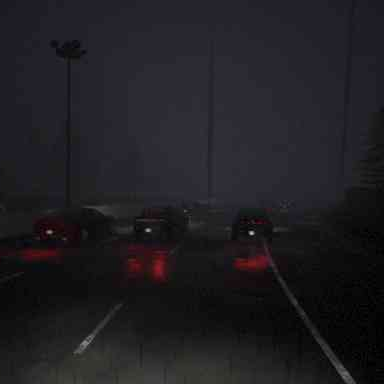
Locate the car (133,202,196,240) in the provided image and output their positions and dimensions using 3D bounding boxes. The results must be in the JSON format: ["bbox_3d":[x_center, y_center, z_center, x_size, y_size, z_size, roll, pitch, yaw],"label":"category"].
[{"bbox_3d":[-1.450,1.473,17.025,2.128,1.511,4.902,0,0,11],"label":"car"}]

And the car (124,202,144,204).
[{"bbox_3d":[-6.856,1.426,36.278,1.882,1.535,5.008,0,0,22],"label":"car"}]

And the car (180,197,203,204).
[{"bbox_3d":[-0.009,1.551,63.308,1.895,1.301,4.718,0,0,36],"label":"car"}]

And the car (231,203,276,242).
[{"bbox_3d":[3.018,1.502,16.526,1.837,1.490,4.892,0,0,12],"label":"car"}]

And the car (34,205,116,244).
[{"bbox_3d":[-5.268,1.448,15.720,1.882,1.535,5.008,0,0,10],"label":"car"}]

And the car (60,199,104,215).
[{"bbox_3d":[-11.262,1.461,34.443,1.812,1.442,4.674,0,0,20],"label":"car"}]

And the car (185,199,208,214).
[{"bbox_3d":[0.180,1.573,34.635,1.895,1.301,4.718,0,0,22],"label":"car"}]

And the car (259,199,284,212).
[{"bbox_3d":[8.326,1.597,36.252,1.895,1.301,4.718,0,0,27],"label":"car"}]

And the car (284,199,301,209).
[{"bbox_3d":[13.620,1.606,46.165,1.895,1.301,4.718,0,0,34],"label":"car"}]
